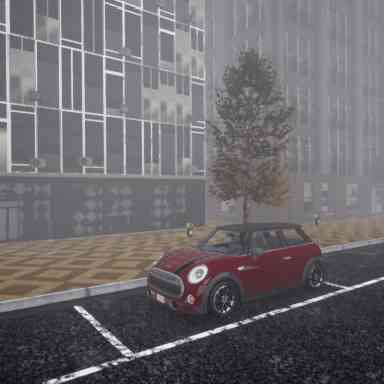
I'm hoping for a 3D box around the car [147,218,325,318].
[{"bbox_3d":[1.036,1.439,7.312,4.097,1.590,1.967,0,-1,-36],"label":"car"}]
